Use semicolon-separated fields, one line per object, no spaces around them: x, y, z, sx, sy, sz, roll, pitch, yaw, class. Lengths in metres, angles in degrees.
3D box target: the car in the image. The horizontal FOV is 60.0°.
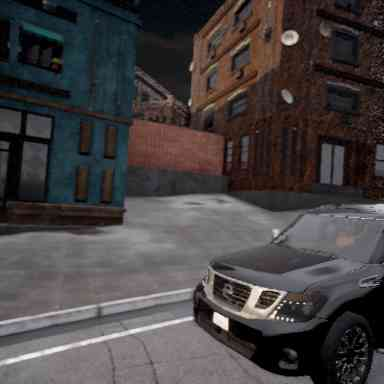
2.761;1.234;5.401;5.566;2.045;2.150;0;-1;-29;car
